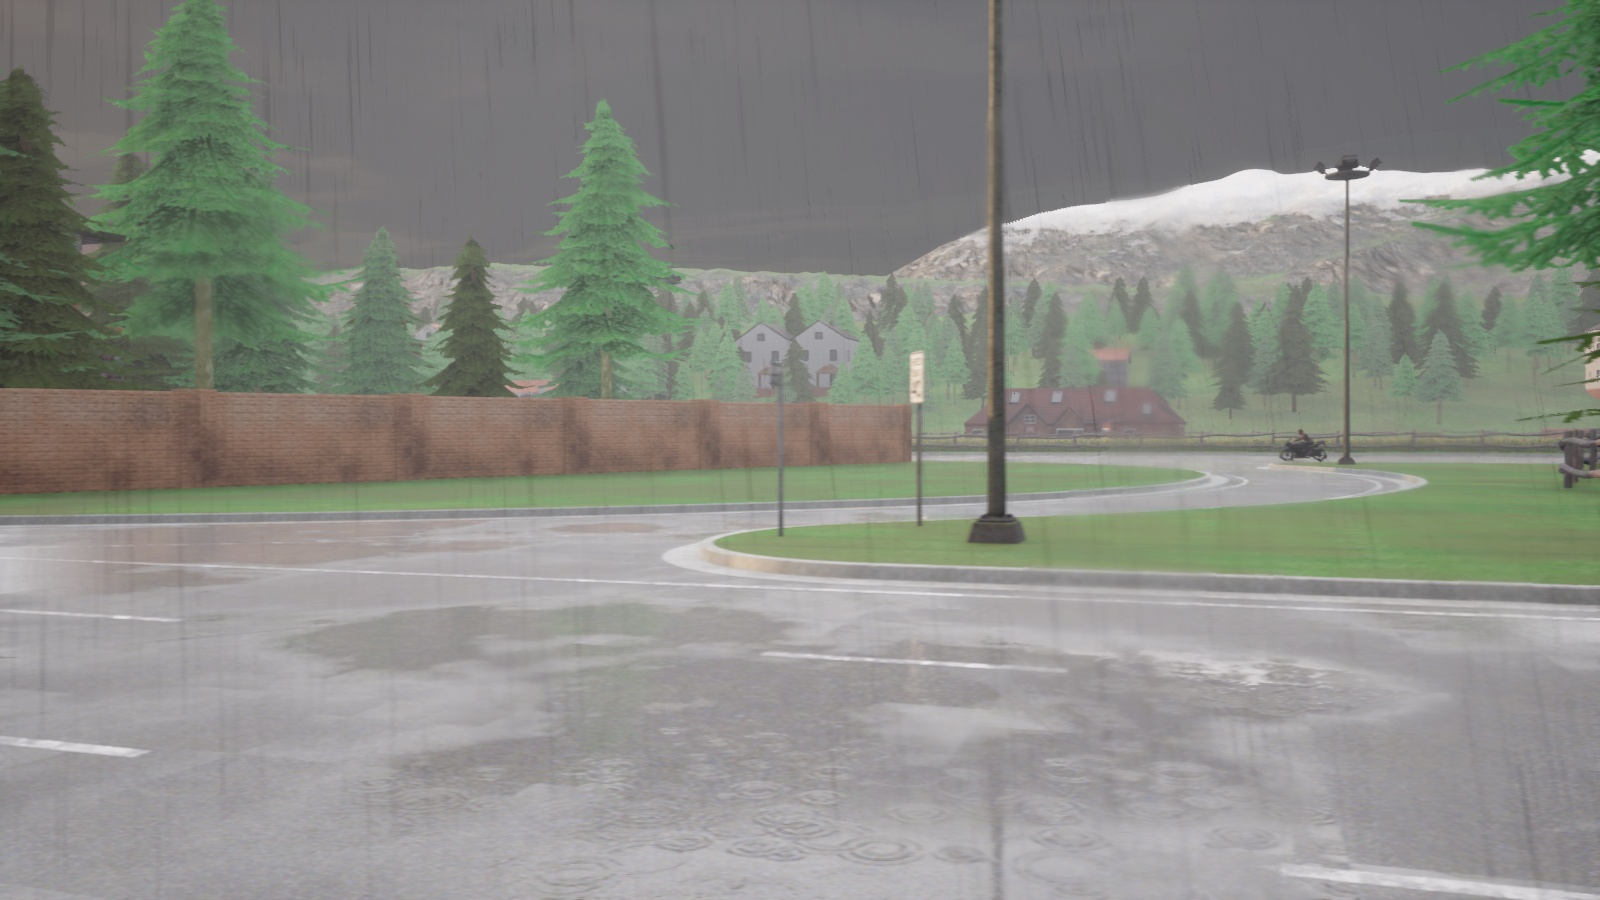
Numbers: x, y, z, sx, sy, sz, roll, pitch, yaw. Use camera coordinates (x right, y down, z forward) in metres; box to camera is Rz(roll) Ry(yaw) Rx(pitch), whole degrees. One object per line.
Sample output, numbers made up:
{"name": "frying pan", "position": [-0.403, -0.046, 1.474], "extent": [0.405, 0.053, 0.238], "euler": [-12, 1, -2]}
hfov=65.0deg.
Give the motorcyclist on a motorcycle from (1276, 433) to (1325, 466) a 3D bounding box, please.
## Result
{"name": "motorcyclist on a motorcycle", "position": [23.017, -0.031, 57.822], "extent": [2.044, 1.523, 0.797], "euler": [1, 1, 19]}
